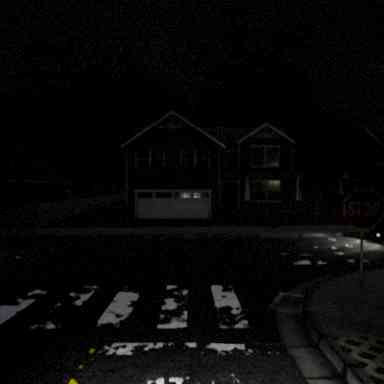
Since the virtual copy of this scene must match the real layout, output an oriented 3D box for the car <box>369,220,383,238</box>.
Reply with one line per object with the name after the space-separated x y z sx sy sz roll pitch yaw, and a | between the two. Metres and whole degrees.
10.514 1.403 14.036 5.357 1.411 2.033 -1 1 0 | car
